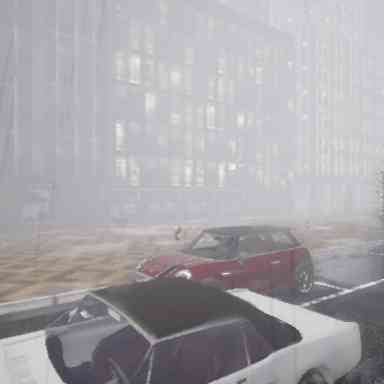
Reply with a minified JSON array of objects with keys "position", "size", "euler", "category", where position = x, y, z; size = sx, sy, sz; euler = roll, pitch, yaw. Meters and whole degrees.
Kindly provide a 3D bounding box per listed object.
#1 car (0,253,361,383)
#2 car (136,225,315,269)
[{"position":[-0.563,1.619,2.970],"size":[4.718,1.301,1.895],"euler":[0,0,-36],"category":"car"},{"position":[0.741,1.485,7.112],"size":[4.097,1.590,1.967],"euler":[0,-1,-36],"category":"car"}]
